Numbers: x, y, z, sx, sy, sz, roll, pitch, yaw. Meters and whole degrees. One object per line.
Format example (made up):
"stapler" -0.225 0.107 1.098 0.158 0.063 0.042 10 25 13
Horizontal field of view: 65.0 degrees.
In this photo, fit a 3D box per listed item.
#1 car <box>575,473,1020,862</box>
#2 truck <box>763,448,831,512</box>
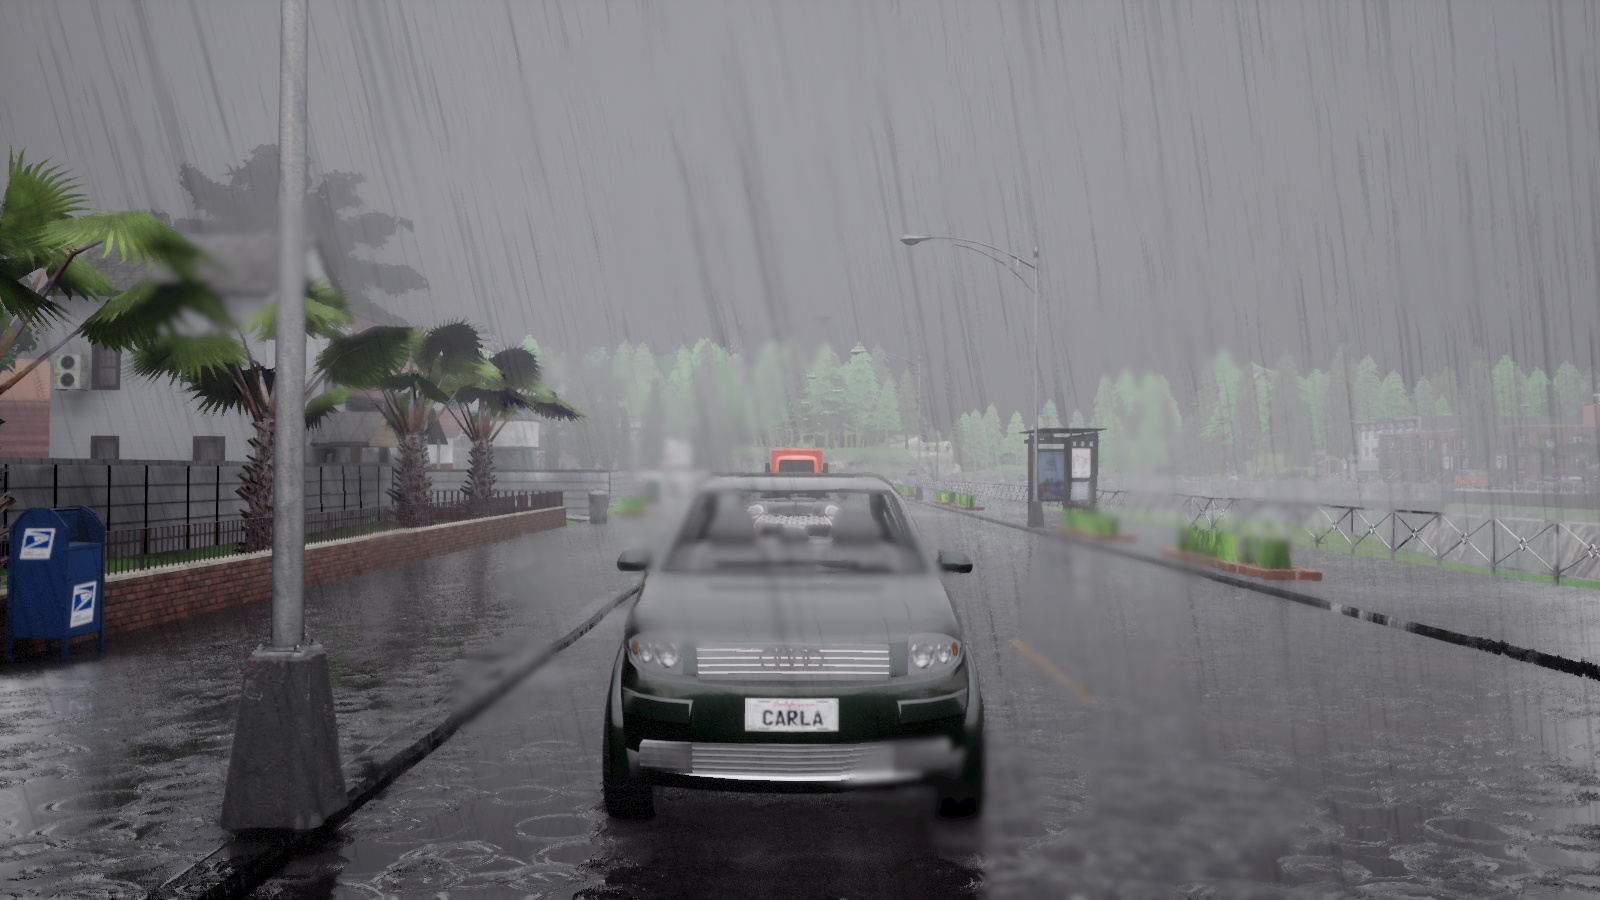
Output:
"car" -0.019 0.908 6.912 1.789 1.549 3.705 0 -1 0
"truck" -0.132 1.187 51.244 2.627 2.467 5.204 0 -1 0
